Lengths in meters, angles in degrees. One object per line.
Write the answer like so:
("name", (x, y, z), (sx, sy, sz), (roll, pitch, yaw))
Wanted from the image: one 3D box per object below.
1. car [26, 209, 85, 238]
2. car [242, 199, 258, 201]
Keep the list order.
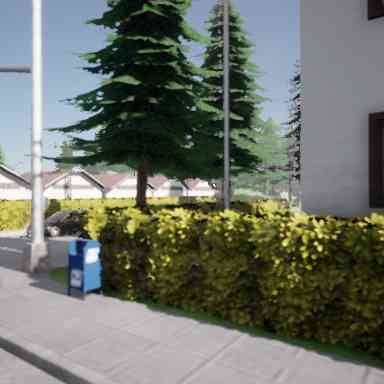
("car", (-7.401, 1.863, 19.990), (1.837, 1.490, 4.892), (0, 2, 36))
("car", (6.855, 1.489, 39.853), (2.097, 1.767, 4.553), (0, 0, 36))
